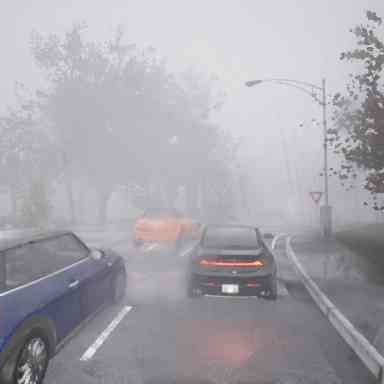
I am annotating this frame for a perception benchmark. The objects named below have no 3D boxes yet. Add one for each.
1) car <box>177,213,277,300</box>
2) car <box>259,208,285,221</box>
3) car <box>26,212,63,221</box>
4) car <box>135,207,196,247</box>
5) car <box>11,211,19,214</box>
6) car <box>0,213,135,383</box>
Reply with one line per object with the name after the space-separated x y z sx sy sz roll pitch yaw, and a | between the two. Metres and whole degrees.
1.012 1.506 8.451 1.837 1.490 4.892 -1 0 8 | car
11.995 3.517 51.638 2.150 2.045 5.566 2 -4 -23 | car
-25.391 4.172 57.359 2.033 1.411 5.357 -3 -5 40 | car
-0.976 1.450 15.244 2.097 1.767 4.553 -1 -2 13 | car
-10.793 1.982 23.194 5.008 1.535 1.882 0 -3 7 | car
-2.609 1.369 5.317 2.097 1.767 4.553 0 0 5 | car
